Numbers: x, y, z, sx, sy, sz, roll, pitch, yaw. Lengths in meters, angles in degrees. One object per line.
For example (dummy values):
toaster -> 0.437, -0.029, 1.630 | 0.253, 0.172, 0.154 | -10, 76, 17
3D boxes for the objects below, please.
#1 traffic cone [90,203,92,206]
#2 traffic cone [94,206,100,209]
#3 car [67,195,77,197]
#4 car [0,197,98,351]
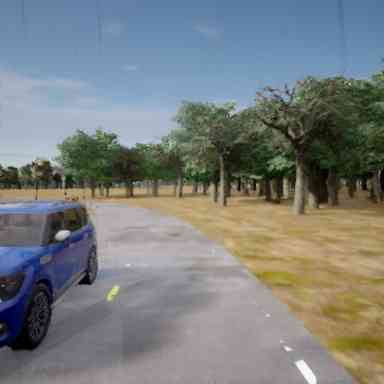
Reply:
traffic cone -> -16.238, 1.984, 53.581 | 0.340, 0.580, 0.340 | -1, 0, -25
traffic cone -> -11.263, 2.115, 39.866 | 0.580, 0.340, 0.340 | -1, 0, -12
car -> -27.815, 1.447, 77.319 | 1.882, 1.535, 5.008 | -1, 1, -37
car -> -3.381, 1.232, 6.514 | 2.150, 2.045, 5.566 | 0, 0, -4
